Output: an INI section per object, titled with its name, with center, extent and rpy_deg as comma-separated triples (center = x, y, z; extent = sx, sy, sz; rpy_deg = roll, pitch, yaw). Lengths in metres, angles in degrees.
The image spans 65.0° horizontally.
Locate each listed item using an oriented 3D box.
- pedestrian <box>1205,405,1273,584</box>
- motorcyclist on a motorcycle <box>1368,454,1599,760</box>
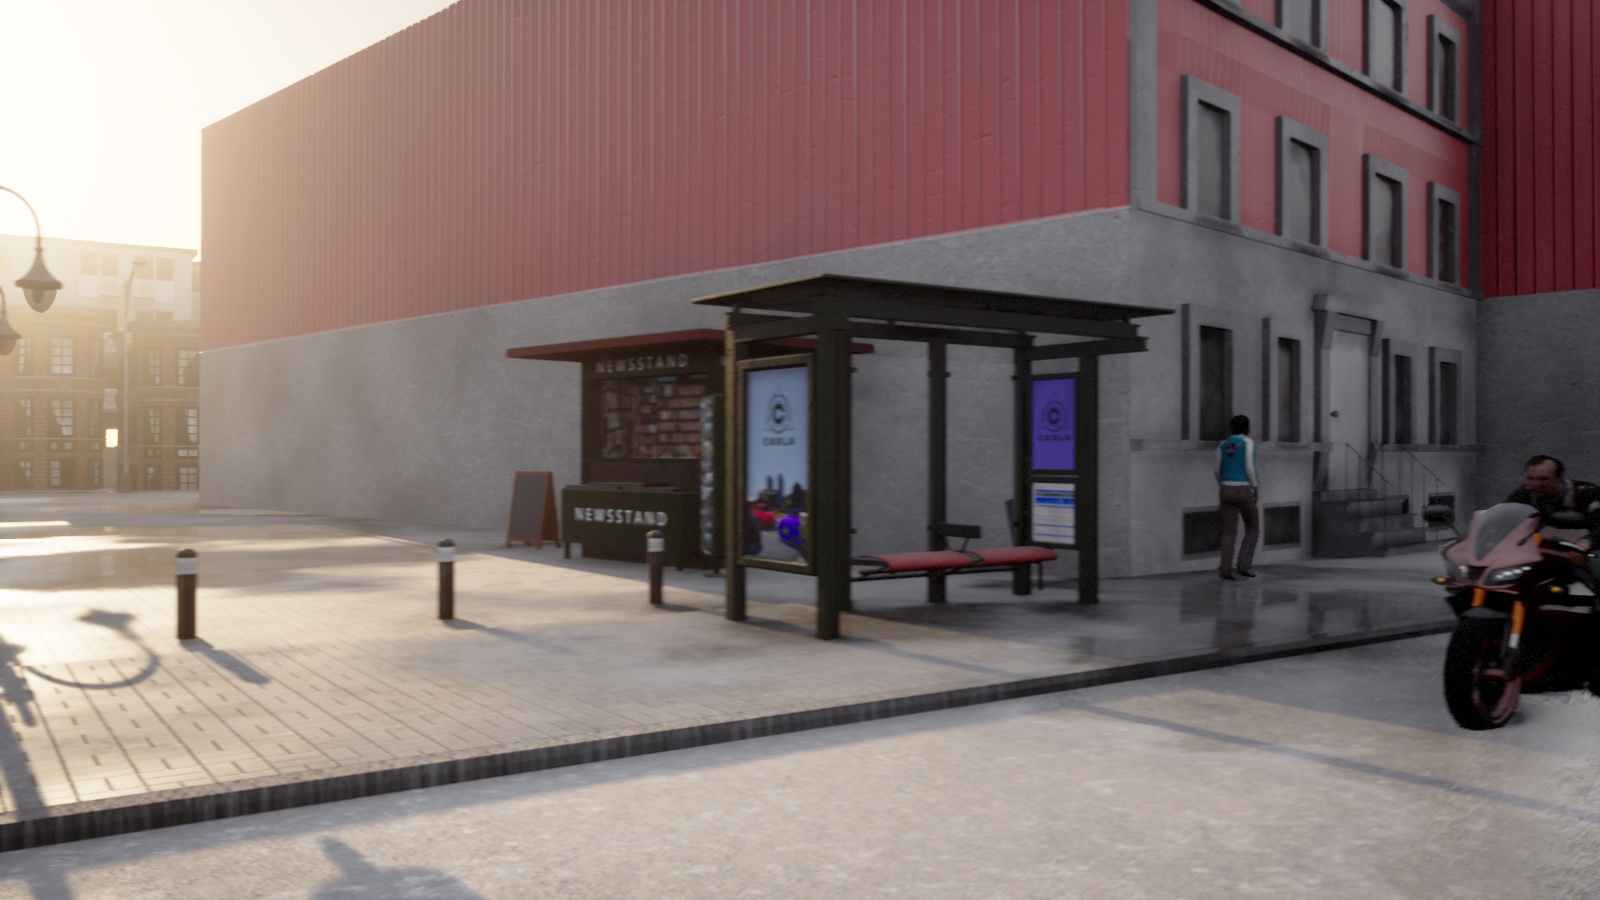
[pedestrian]
center = 4.845, 0.478, 13.860
extent = 0.692, 1.930, 0.396
rpy_deg = 0, 0, -39
[motorcyclist on a motorcycle]
center = 4.318, 0.789, 7.273
extent = 2.191, 1.530, 0.866
rpy_deg = 0, 0, -35
